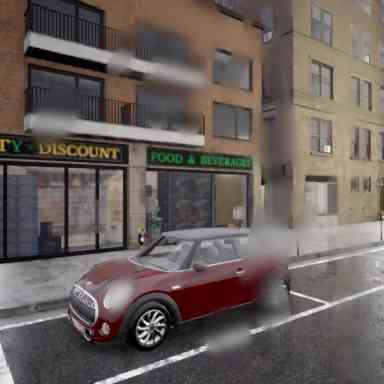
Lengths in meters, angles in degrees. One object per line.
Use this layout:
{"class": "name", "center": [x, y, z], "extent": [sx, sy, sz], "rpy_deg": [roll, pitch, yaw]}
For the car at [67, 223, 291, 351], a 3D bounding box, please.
{"class": "car", "center": [-0.098, 1.440, 6.125], "extent": [4.097, 1.590, 1.967], "rpy_deg": [0, 0, -36]}
